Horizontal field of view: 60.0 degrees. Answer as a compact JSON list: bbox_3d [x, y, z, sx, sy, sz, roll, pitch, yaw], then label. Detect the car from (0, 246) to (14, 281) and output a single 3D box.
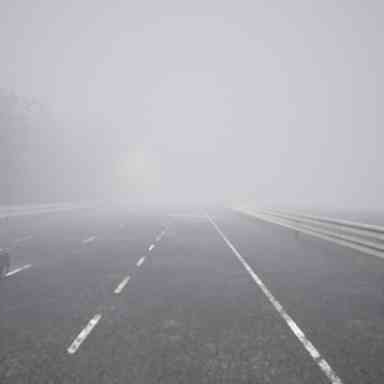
[{"bbox_3d":[-5.513,1.629,7.076,2.033,1.411,5.357,0,-1,-13],"label":"car"}]
